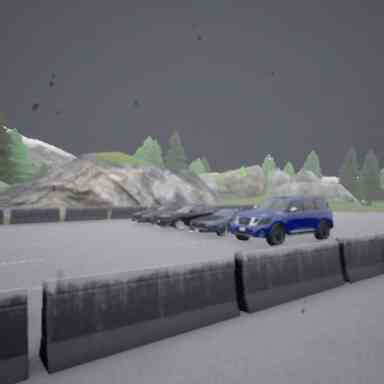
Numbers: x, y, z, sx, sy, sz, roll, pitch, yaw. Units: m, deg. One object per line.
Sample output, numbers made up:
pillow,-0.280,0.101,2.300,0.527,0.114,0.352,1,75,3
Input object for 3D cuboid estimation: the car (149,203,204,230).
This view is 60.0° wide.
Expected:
car,0.077,1.498,21.120,5.008,1.535,1.882,1,0,-35

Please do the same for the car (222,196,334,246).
car,4.370,1.231,15.581,5.566,2.045,2.150,1,0,-35

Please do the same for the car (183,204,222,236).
car,2.420,1.570,18.489,5.357,1.411,2.033,0,0,-35

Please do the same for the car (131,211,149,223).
car,-1.640,1.594,24.190,5.357,1.411,2.033,0,0,-35
